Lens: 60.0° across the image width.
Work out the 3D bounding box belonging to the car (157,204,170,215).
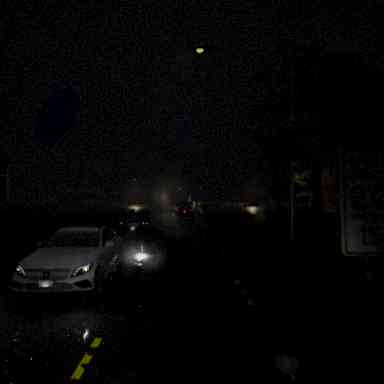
[{"bbox_3d":[-3.876,2.215,43.214,2.033,1.411,5.357,0,-1,-1],"label":"car"}]

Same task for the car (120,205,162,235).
[{"bbox_3d":[-3.323,1.794,20.901,2.128,1.511,4.902,0,-1,-1],"label":"car"}]

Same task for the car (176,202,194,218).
[{"bbox_3d":[-0.802,2.129,37.667,1.994,1.385,4.181,0,-1,0],"label":"car"}]

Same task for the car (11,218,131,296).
[{"bbox_3d":[-3.042,1.655,9.127,1.812,1.442,4.674,0,-1,-1],"label":"car"}]
